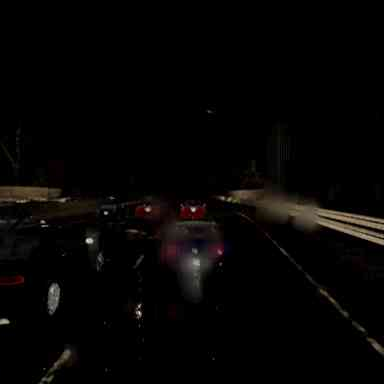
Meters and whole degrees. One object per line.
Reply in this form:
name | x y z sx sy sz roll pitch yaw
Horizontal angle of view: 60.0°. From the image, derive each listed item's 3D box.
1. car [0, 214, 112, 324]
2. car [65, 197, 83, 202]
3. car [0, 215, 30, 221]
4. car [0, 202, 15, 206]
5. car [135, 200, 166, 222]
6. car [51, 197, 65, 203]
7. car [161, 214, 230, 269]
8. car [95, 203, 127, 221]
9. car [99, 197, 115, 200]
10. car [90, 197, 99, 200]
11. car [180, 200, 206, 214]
car | -3.408 1.504 7.367 1.882 1.535 5.008 0 0 0
car | -24.480 1.744 70.469 1.837 1.490 4.892 0 0 0
car | -6.899 1.611 13.113 1.994 1.385 4.181 0 0 0
car | -17.589 1.663 30.561 2.033 1.411 5.357 0 0 0
car | -3.395 1.456 27.842 2.097 1.767 4.553 0 0 0
car | -27.980 1.822 69.856 1.812 1.442 4.674 0 0 0
car | 0.100 1.640 11.206 1.895 1.301 4.718 0 0 0
car | -6.895 1.672 28.676 1.994 1.385 4.181 0 0 0
car | -17.480 1.750 70.882 2.033 1.411 5.357 0 0 0
car | -20.979 1.783 72.771 1.837 1.490 4.892 0 0 0
car | 0.104 1.456 27.869 2.097 1.767 4.553 0 0 0
